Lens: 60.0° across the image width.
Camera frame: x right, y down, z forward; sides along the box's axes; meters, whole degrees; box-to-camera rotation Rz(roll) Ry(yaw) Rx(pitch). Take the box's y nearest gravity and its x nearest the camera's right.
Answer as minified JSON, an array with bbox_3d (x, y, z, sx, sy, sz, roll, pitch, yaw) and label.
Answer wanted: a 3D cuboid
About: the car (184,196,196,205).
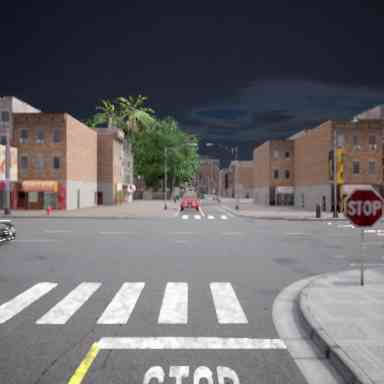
[{"bbox_3d":[-0.291,1.491,59.759,2.128,1.511,4.902,0,0,0],"label":"car"}]

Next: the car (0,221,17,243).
[{"bbox_3d":[-9.669,1.420,13.308,4.892,1.490,1.837,1,0,0],"label":"car"}]

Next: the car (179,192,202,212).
[{"bbox_3d":[-0.256,1.230,39.496,2.150,2.045,5.566,0,0,0],"label":"car"}]
